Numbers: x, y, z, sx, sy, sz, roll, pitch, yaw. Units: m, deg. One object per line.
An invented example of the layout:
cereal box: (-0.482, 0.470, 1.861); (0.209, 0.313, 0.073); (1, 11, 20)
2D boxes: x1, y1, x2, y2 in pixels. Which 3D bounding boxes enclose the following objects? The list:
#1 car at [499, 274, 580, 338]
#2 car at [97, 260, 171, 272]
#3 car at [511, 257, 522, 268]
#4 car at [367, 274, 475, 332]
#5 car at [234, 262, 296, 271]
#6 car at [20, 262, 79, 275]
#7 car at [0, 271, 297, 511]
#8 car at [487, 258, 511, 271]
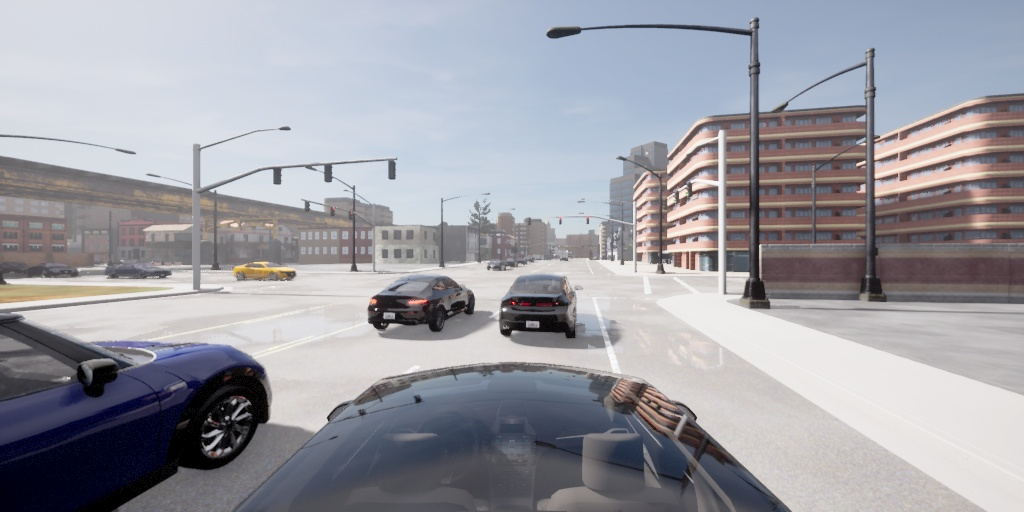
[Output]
car: (0.911, 1.261, 10.271); (1.837, 1.490, 4.892); (0, 0, 11)
car: (-33.453, 1.320, 32.057); (5.357, 1.411, 2.033); (0, 0, 9)
car: (-0.220, 0.998, 57.325); (1.882, 1.535, 5.008); (0, 1, 11)
car: (-2.535, 1.282, 10.912); (1.812, 1.442, 4.674); (0, 0, 11)
car: (-20.515, 1.248, 29.848); (5.008, 1.535, 1.882); (0, 0, 10)
car: (-43.822, 1.338, 34.187); (4.181, 1.385, 1.994); (0, 0, 15)
car: (-3.858, 1.102, 2.135); (2.097, 1.767, 4.553); (0, 0, 6)
car: (-2.021, 1.140, 48.049); (2.128, 1.511, 4.902); (0, 1, 11)
